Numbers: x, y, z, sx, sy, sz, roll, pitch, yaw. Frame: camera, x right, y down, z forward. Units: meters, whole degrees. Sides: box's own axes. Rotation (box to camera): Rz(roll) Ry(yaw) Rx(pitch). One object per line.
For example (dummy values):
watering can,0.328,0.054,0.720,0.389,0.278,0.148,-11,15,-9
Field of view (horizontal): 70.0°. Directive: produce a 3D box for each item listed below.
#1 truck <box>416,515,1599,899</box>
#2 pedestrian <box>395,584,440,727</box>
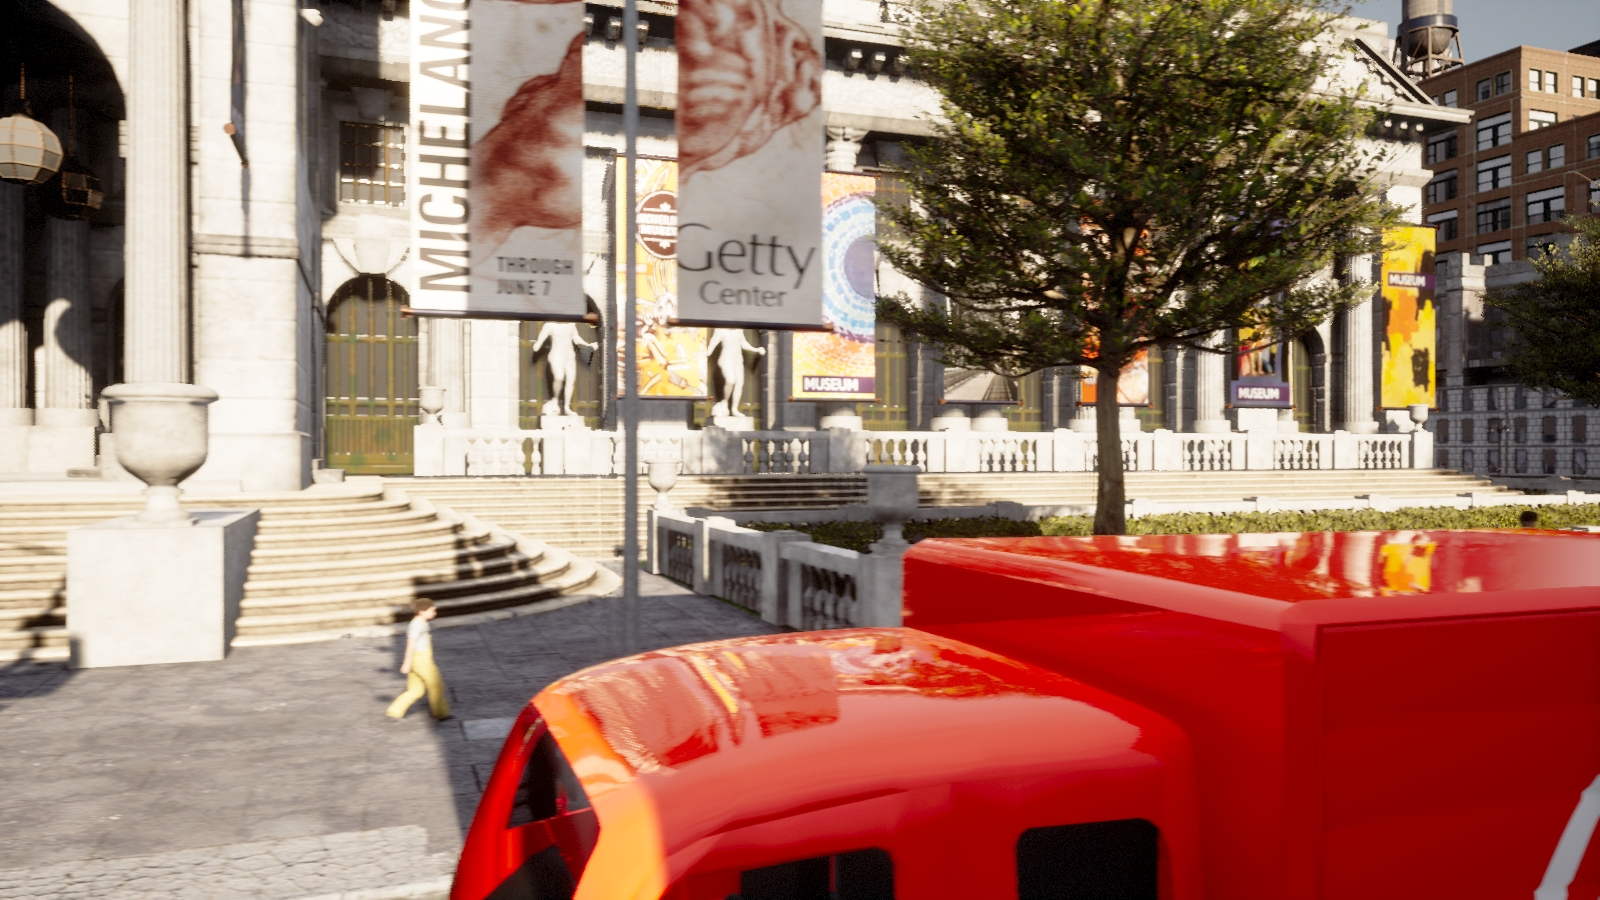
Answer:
truck,1.488,1.567,3.838,5.204,2.467,2.627,0,0,-20
pedestrian,-3.719,1.976,11.096,0.375,1.300,0.375,0,0,-24
